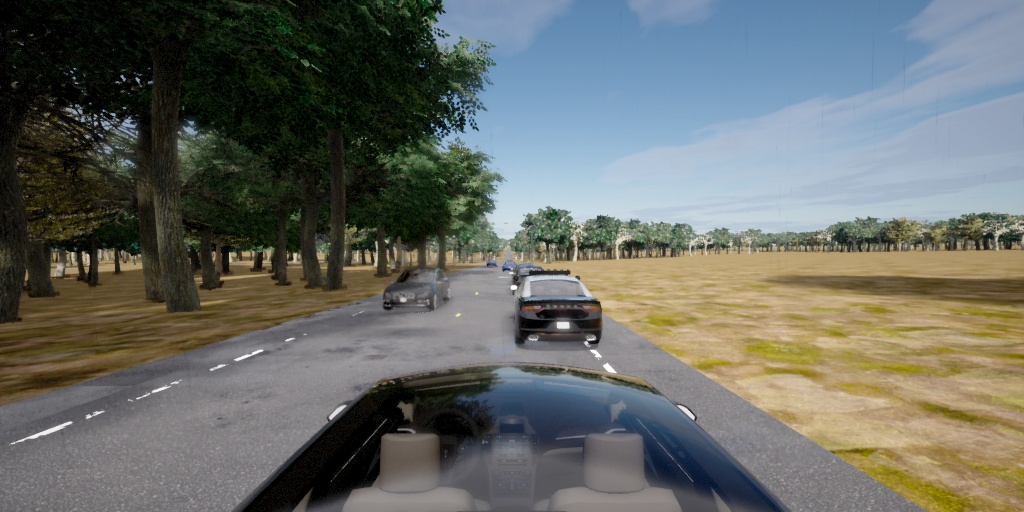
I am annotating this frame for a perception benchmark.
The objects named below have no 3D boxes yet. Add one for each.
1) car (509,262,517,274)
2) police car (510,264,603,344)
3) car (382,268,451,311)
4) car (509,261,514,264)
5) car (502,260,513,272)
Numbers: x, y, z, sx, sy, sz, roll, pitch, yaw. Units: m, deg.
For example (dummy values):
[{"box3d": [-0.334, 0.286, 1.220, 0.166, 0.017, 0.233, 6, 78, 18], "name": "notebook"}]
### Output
[{"box3d": [0.932, 1.256, 19.593, 1.837, 1.490, 4.892, 0, 0, 0], "name": "car"}, {"box3d": [0.998, 1.173, 9.701, 1.930, 1.638, 5.238, 0, 0, 0], "name": "police car"}, {"box3d": [-3.683, 1.253, 14.529, 1.837, 1.490, 4.892, 0, 0, 0], "name": "car"}, {"box3d": [0.893, 1.279, 25.596, 1.812, 1.442, 4.674, 0, 0, 0], "name": "car"}, {"box3d": [-0.273, 1.347, 47.289, 1.994, 1.385, 4.181, 0, 0, 0], "name": "car"}]
